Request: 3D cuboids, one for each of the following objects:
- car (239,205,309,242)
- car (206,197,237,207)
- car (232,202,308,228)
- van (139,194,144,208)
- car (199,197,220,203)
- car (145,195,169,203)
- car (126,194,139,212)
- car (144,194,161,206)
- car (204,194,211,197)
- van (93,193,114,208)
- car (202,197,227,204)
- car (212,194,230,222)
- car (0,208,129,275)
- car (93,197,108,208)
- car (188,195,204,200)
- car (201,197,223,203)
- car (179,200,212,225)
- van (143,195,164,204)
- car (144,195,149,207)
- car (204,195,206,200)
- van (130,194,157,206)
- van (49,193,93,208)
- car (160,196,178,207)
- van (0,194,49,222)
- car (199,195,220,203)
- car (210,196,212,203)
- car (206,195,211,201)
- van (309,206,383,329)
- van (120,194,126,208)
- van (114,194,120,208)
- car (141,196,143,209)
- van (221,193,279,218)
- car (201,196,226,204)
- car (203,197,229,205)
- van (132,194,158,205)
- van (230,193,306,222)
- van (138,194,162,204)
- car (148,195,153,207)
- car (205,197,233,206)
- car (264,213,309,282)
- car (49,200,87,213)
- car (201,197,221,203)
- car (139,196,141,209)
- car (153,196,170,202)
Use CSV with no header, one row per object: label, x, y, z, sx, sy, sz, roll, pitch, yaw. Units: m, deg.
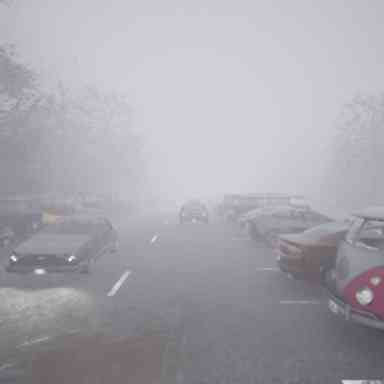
car,4.584,1.411,13.548,4.792,1.488,2.163,0,0,0
car,4.620,1.592,52.394,4.792,1.488,2.163,0,-1,0
car,4.554,1.402,16.325,4.674,1.452,2.002,0,0,0
van,-8.616,1.238,41.294,4.442,1.987,1.878,0,-1,0
car,4.438,1.988,85.695,5.366,1.575,1.946,0,-1,0
car,-8.491,1.643,80.192,5.566,2.045,2.435,0,-1,0
car,-8.479,1.139,32.984,5.566,2.045,2.435,0,-1,0
car,-8.458,1.336,55.271,5.566,2.045,2.435,0,-1,0
car,4.774,1.535,49.618,5.366,1.575,1.946,0,0,0
van,-8.399,1.091,24.665,4.442,1.987,1.878,0,0,0
car,4.613,1.720,69.052,4.892,1.521,2.231,0,-1,0
car,4.536,1.065,24.636,5.566,2.045,2.435,0,-1,0
car,-3.583,1.471,10.480,2.033,1.411,5.357,0,0,0
car,-8.523,1.320,22.046,5.008,1.535,2.097,0,0,0
car,0.173,1.487,40.393,1.837,1.490,4.892,0,0,0
car,4.803,1.891,80.144,5.366,1.575,1.946,0,-1,0
car,0.123,1.440,22.671,1.895,1.301,4.718,0,0,0
van,-8.584,1.571,74.529,4.442,1.987,1.878,0,-1,0
car,-8.499,1.528,44.062,4.674,1.452,2.002,0,-1,0
car,4.579,1.514,46.842,4.892,1.521,2.231,0,-1,0
van,-8.366,1.386,58.040,4.442,1.987,1.878,0,-1,0
van,-8.404,1.114,19.274,4.442,1.987,1.878,0,0,0
car,-3.514,1.685,52.640,1.895,1.301,4.718,0,-1,0
van,-8.643,1.154,13.735,4.442,1.987,1.878,0,0,0
car,4.597,1.789,88.475,5.566,2.045,2.435,0,-1,0
car,4.578,1.390,32.962,5.008,1.535,2.097,0,-1,0
car,4.766,1.461,41.290,5.366,1.575,1.946,0,-1,0
van,4.429,1.216,5.219,4.442,1.987,1.878,0,0,0
van,-8.627,1.140,30.214,4.442,1.987,1.878,0,0,0
van,-8.629,1.116,27.569,4.442,1.987,1.878,0,-1,0
car,-8.500,1.480,38.647,4.674,1.452,2.002,0,-1,0
van,4.684,1.115,27.412,4.442,1.987,1.878,0,-1,0
car,4.798,1.793,74.471,5.366,1.575,1.946,0,-1,0
car,4.572,1.691,63.499,4.792,1.488,2.163,0,-1,0
van,-8.597,1.411,60.810,4.442,1.987,1.878,0,-1,0
van,4.676,1.116,19.099,4.442,1.987,1.878,0,0,0
van,-8.367,1.463,66.366,4.442,1.987,1.878,0,-1,0
car,-8.488,1.514,46.957,5.008,1.535,2.097,0,-1,0
car,4.626,1.641,57.946,4.792,1.488,2.163,0,0,0
car,4.543,1.421,7.997,5.008,1.535,2.097,0,0,0
car,-8.339,1.357,16.507,5.366,1.575,1.946,0,0,0
car,4.614,1.943,82.919,4.892,1.521,2.231,0,-1,0
car,-8.499,1.416,35.877,5.008,1.535,2.097,0,-1,0
car,-8.480,2.009,93.913,4.553,1.767,2.185,0,-1,0
